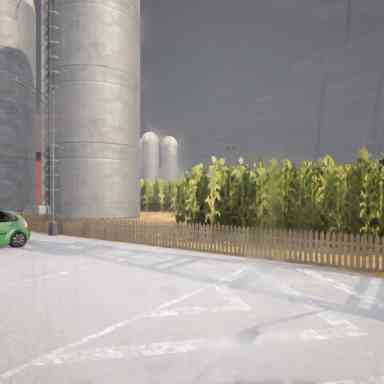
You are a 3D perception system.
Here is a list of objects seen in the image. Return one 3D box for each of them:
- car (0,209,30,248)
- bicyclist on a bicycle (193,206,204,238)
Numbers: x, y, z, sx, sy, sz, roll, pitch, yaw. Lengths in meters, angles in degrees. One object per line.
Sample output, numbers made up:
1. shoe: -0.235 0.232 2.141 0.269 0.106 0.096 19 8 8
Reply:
1. car: -8.503 1.483 12.789 1.851 1.617 3.988 0 0 34
2. bicyclist on a bicycle: 0.549 1.515 15.953 1.656 1.620 0.582 5 4 44
